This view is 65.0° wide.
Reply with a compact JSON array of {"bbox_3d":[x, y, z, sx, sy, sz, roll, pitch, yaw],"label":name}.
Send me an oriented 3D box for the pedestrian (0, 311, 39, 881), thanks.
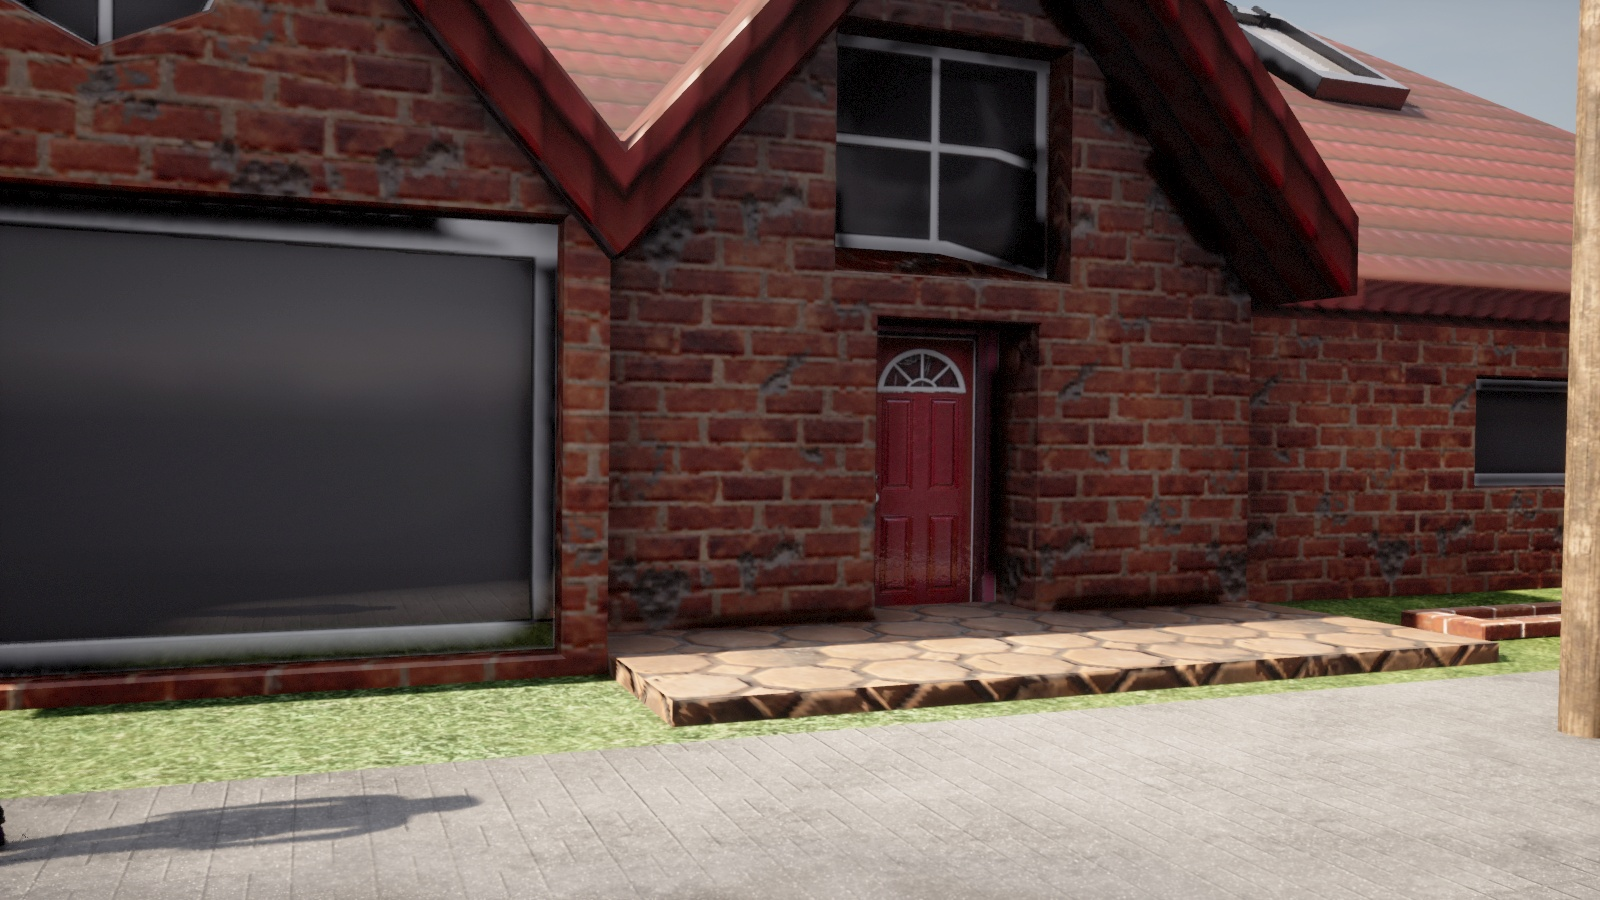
[{"bbox_3d":[-2.898,0.472,4.112,0.594,1.836,0.345,-1,1,-17],"label":"pedestrian"}]
